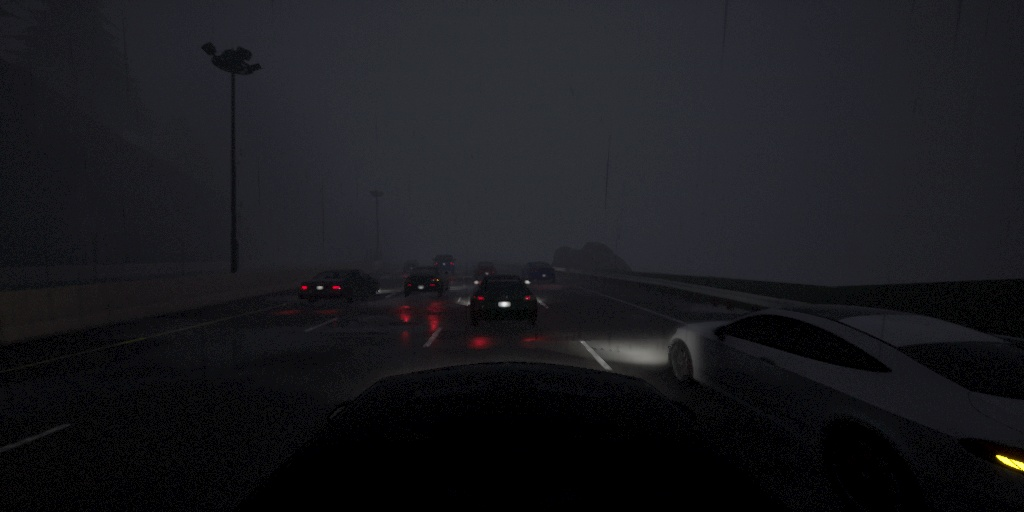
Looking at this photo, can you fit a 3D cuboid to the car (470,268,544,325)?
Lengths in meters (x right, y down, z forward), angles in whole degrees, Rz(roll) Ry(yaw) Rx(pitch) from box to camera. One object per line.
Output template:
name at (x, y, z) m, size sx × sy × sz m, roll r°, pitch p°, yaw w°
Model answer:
car at (-0.323, 1.281, 11.795) m, size 1.994 × 1.385 × 4.181 m, roll 0°, pitch 0°, yaw -3°

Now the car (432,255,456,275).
car at (-7.034, 0.868, 37.163) m, size 2.150 × 2.045 × 5.566 m, roll 0°, pitch 0°, yaw -11°

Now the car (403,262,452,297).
car at (-4.345, 1.229, 18.601) m, size 1.812 × 1.442 × 4.674 m, roll 0°, pitch 0°, yaw -5°

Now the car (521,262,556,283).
car at (1.815, 1.142, 26.308) m, size 1.882 × 1.535 × 5.008 m, roll 0°, pitch 0°, yaw -7°

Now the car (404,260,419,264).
car at (-11.699, 1.166, 42.131) m, size 1.812 × 1.442 × 4.674 m, roll 0°, pitch 0°, yaw -13°

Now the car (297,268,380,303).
car at (-7.638, 1.265, 16.373) m, size 2.033 × 1.411 × 5.357 m, roll 0°, pitch 0°, yaw -5°

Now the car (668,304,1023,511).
car at (3.491, 1.261, 3.963) m, size 1.812 × 1.442 × 4.674 m, roll 0°, pitch 0°, yaw -1°

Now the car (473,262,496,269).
car at (-2.304, 1.185, 30.371) m, size 1.812 × 1.442 × 4.674 m, roll 0°, pitch 0°, yaw -9°
